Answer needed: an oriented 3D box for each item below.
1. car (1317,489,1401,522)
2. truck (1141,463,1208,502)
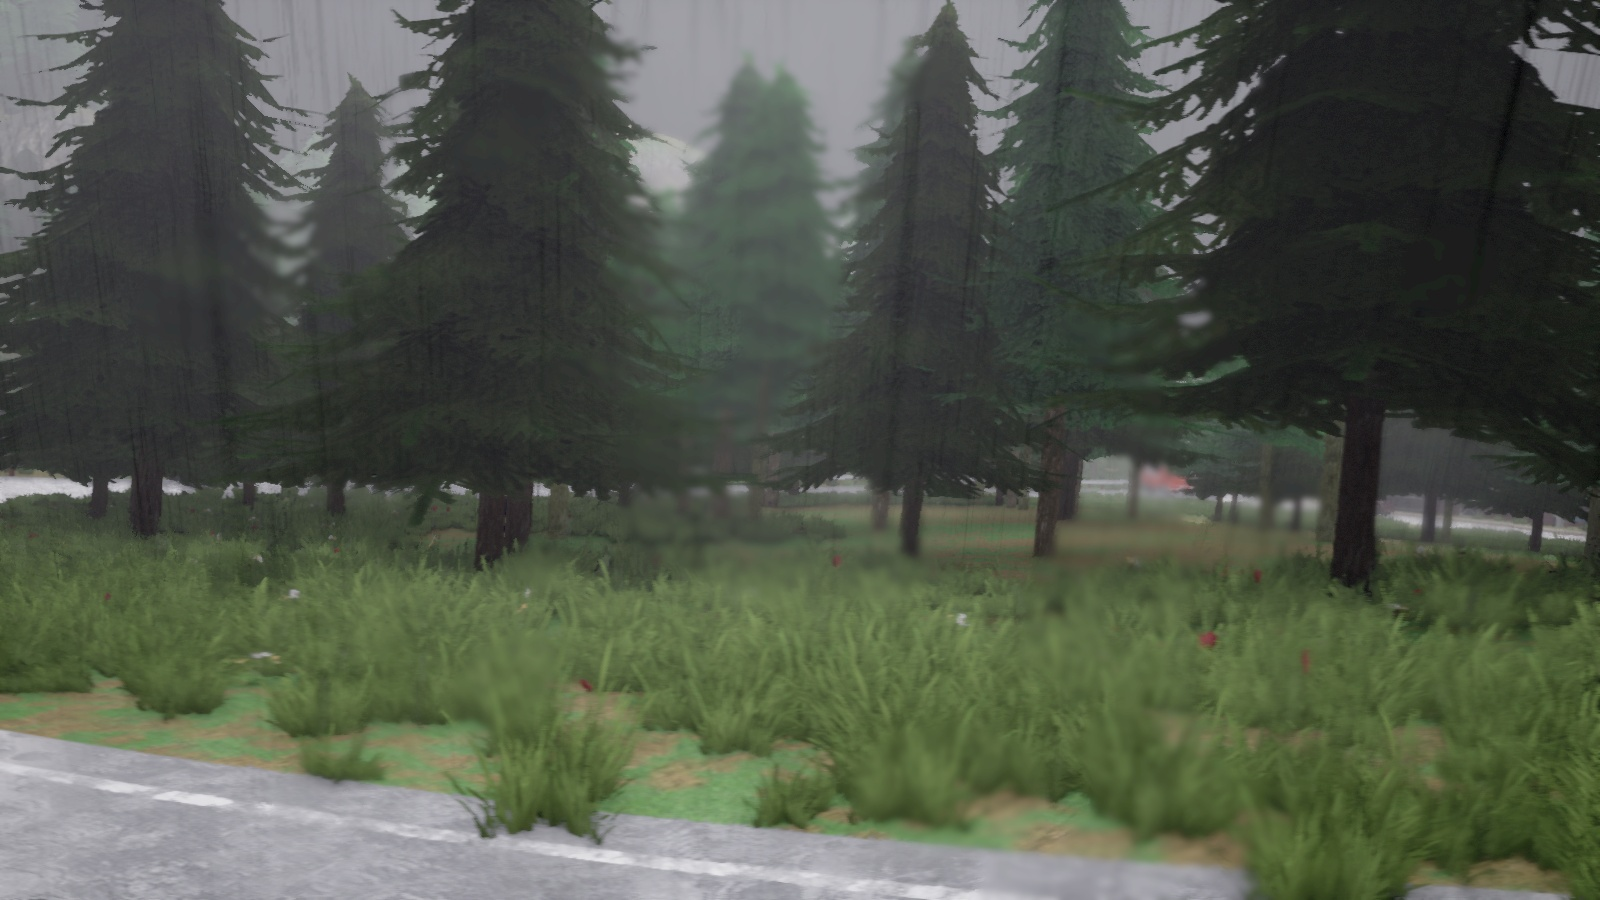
[{"bbox_3d":[37.637,3.721,84.624,2.097,1.767,4.553,3,3,-41],"label":"car"},{"bbox_3d":[27.901,2.400,93.685,2.627,2.467,5.204,2,2,-9],"label":"truck"}]
